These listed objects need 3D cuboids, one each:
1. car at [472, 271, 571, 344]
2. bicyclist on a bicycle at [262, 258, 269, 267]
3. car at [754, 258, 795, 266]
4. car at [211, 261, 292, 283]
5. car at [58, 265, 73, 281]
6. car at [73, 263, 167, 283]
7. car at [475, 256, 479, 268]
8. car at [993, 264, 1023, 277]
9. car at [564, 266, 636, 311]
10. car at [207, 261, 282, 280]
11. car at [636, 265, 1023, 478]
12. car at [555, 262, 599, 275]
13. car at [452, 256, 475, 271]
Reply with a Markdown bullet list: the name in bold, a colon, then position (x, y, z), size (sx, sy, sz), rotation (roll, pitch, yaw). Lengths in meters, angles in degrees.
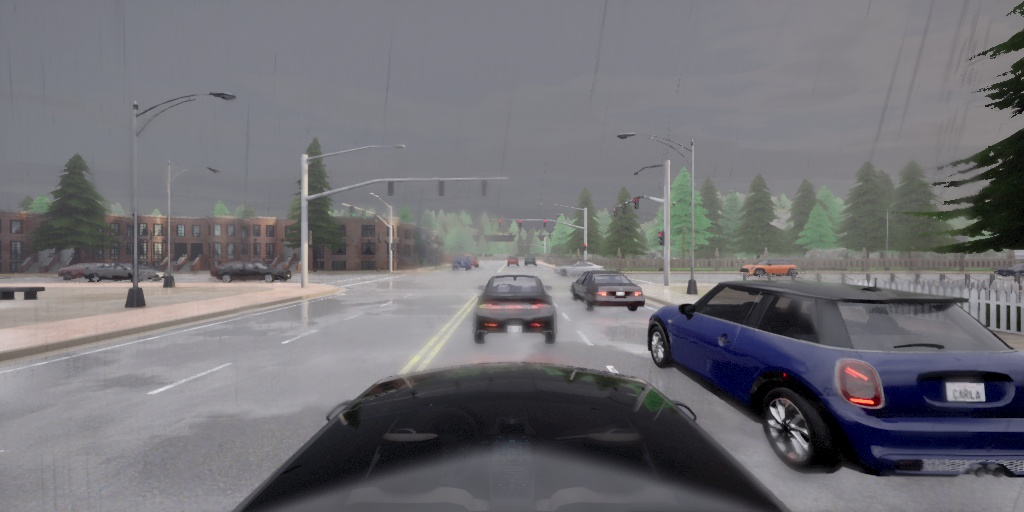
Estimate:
- **car**: position (0.080, 1.242, 9.566), size (2.128, 1.511, 4.902), rotation (0, 0, 1)
- **bicyclist on a bicycle**: position (-28.730, 1.053, 41.699), size (0.582, 1.620, 1.656), rotation (0, 0, -1)
- **car**: position (24.180, 1.102, 33.952), size (4.553, 1.767, 2.097), rotation (0, 0, 0)
- **car**: position (-19.499, 1.228, 27.245), size (5.008, 1.535, 1.882), rotation (0, 0, -1)
- **car**: position (-34.594, 1.276, 29.931), size (4.674, 1.442, 1.812), rotation (0, 0, -10)
- **car**: position (-29.005, 1.240, 26.975), size (4.902, 1.511, 2.128), rotation (0, 0, -4)
- **car**: position (-6.935, 0.974, 60.742), size (2.150, 2.045, 5.566), rotation (0, 0, 0)
- **car**: position (49.100, 1.298, 33.797), size (5.357, 1.411, 2.033), rotation (0, 0, 1)
- **car**: position (3.611, 1.297, 14.391), size (2.033, 1.411, 5.357), rotation (0, 0, 1)
- **car**: position (-22.808, 1.228, 30.683), size (5.008, 1.535, 1.882), rotation (0, 0, -1)
- **car**: position (3.609, 1.102, 4.973), size (2.097, 1.767, 4.553), rotation (0, 0, 0)
- **car**: position (6.411, 1.275, 34.048), size (4.674, 1.442, 1.812), rotation (0, 0, 1)
- **car**: position (-6.966, 0.971, 50.288), size (2.150, 2.045, 5.566), rotation (0, 0, 1)
